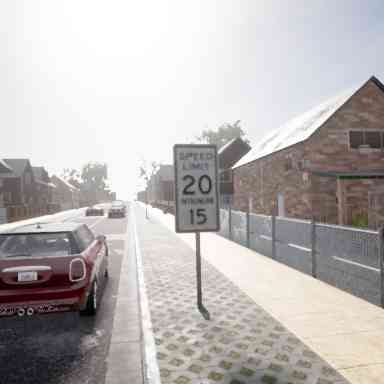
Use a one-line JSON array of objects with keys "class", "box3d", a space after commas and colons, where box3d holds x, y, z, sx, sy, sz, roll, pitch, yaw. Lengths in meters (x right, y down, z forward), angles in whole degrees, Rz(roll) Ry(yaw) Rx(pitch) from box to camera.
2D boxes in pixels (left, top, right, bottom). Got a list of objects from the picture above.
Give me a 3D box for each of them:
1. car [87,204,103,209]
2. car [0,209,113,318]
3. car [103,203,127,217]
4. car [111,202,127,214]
[{"class": "car", "box3d": [-12.129, 2.235, 41.861, 1.994, 1.385, 4.181, -1, -1, -10]}, {"class": "car", "box3d": [-3.118, 1.456, 7.632, 2.097, 1.767, 4.553, -1, -1, -10]}, {"class": "car", "box3d": [-8.601, 2.098, 38.125, 2.033, 1.411, 5.357, -1, -1, -10]}, {"class": "car", "box3d": [-10.468, 2.260, 48.095, 2.033, 1.411, 5.357, -1, -1, -10]}]
